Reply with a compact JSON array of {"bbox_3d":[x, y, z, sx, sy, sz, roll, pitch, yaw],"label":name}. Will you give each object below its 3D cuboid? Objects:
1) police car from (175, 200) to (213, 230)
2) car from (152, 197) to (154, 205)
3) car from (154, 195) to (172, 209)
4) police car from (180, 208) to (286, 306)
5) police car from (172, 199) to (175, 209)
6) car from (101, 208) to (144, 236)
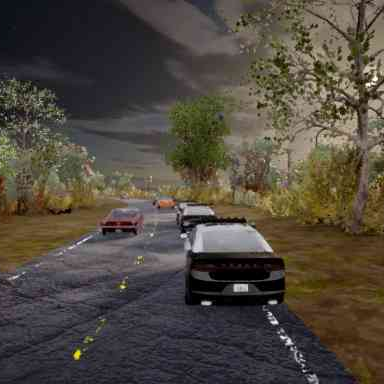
[{"bbox_3d":[0.242,1.424,18.303,1.930,1.638,5.238,0,0,-4],"label":"police car"},{"bbox_3d":[-5.858,1.346,57.945,2.097,1.767,4.553,0,0,-12],"label":"car"},{"bbox_3d":[-3.685,1.348,45.648,2.097,1.767,4.553,0,0,-9],"label":"car"},{"bbox_3d":[0.745,1.425,8.237,1.930,1.638,5.238,0,0,-2],"label":"police car"},{"bbox_3d":[-0.220,1.423,24.333,1.930,1.638,5.238,0,0,-5],"label":"police car"},{"bbox_3d":[-3.763,1.600,18.552,1.895,1.301,4.718,0,0,-4],"label":"car"}]
